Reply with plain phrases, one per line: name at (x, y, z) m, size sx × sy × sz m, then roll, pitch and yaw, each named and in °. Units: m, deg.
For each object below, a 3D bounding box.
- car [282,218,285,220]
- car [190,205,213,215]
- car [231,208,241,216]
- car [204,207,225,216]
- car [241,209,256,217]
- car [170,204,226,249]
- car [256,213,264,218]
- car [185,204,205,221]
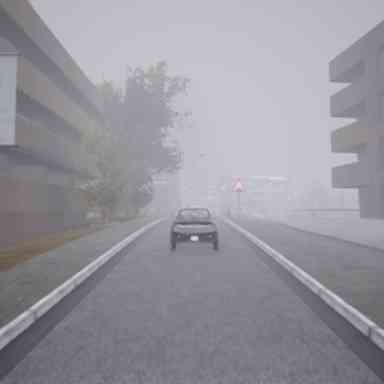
car at (22.584, 6.171, 75.380) m, size 2.002 × 1.452 × 4.674 m, roll 7°, pitch -5°, yaw -29°
car at (1.933, 3.921, 71.699) m, size 2.435 × 2.045 × 5.566 m, roll 2°, pitch -4°, yaw -30°
car at (7.784, 4.492, 72.777) m, size 2.185 × 1.767 × 4.553 m, roll 7°, pitch -6°, yaw -30°
car at (4.812, 4.229, 72.282) m, size 2.185 × 1.767 × 4.553 m, roll 5°, pitch -5°, yaw -31°
car at (10.781, 4.674, 73.333) m, size 2.435 × 2.045 × 5.566 m, roll 8°, pitch -6°, yaw -30°
car at (0.093, 1.436, 14.131) m, size 2.128 × 1.511 × 4.902 m, roll 0°, pitch 0°, yaw 0°
car at (13.614, 5.229, 74.020) m, size 1.946 × 1.575 × 5.366 m, roll 7°, pitch -5°, yaw -30°
car at (0.307, 1.873, 31.975) m, size 1.812 × 1.442 × 4.674 m, roll 0°, pitch -1°, yaw 1°
